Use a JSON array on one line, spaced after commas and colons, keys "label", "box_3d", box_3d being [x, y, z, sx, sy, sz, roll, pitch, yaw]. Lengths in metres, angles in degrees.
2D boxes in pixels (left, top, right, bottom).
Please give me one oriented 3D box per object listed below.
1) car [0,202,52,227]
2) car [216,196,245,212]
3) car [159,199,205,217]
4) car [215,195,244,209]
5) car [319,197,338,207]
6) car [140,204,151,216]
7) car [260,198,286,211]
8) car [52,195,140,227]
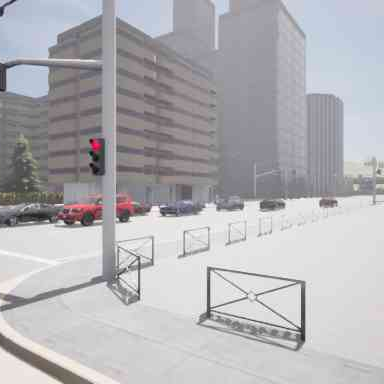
[{"label": "car", "box_3d": [-11.244, 1.492, 22.951, 2.128, 1.511, 4.902, 0, 0, 35]}, {"label": "car", "box_3d": [4.650, 1.526, 39.814, 1.812, 1.442, 4.674, 0, 0, 35]}, {"label": "car", "box_3d": [-1.036, 1.601, 31.593, 1.895, 1.301, 4.718, 0, 0, 35]}, {"label": "car", "box_3d": [5.356, 1.352, 46.961, 2.097, 1.767, 4.553, 0, 0, 35]}, {"label": "car", "box_3d": [20.846, 1.478, 50.674, 1.882, 1.535, 5.008, 0, 0, 35]}, {"label": "car", "box_3d": [-5.984, 1.601, 30.582, 1.895, 1.301, 4.718, 0, 0, 35]}, {"label": "car", "box_3d": [10.065, 1.477, 41.171, 1.882, 1.535, 5.008, 0, 0, 35]}, {"label": "car", "box_3d": [-6.582, 1.221, 23.549, 2.150, 2.045, 5.566, 0, 0, 35]}]
